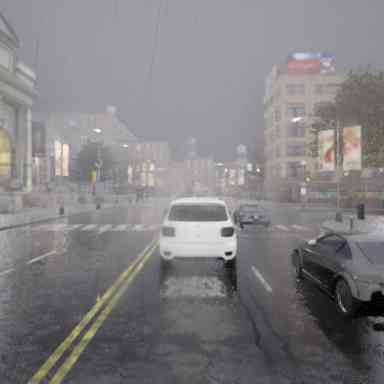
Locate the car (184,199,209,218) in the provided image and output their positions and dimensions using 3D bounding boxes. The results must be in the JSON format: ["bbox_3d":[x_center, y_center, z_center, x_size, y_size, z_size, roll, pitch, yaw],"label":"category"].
[{"bbox_3d":[0.411,1.473,30.757,2.128,1.511,4.902,0,0,1],"label":"car"}]

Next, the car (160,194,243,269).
[{"bbox_3d":[0.185,1.214,11.301,2.150,2.045,5.566,0,0,1],"label":"car"}]

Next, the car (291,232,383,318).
[{"bbox_3d":[3.668,1.560,7.376,1.994,1.385,4.181,0,0,0],"label":"car"}]

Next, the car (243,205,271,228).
[{"bbox_3d":[3.805,1.536,21.940,2.033,1.411,5.357,0,0,1],"label":"car"}]

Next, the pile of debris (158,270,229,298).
[{"bbox_3d":[0.036,2.170,7.959,1.500,0.140,1.860,0,0,1],"label":"pile of debris"}]
